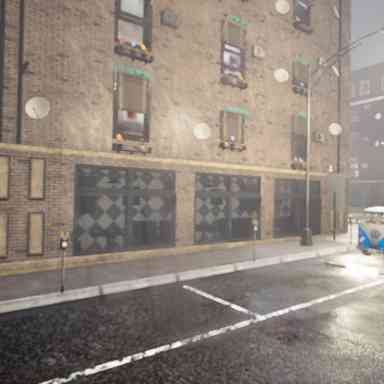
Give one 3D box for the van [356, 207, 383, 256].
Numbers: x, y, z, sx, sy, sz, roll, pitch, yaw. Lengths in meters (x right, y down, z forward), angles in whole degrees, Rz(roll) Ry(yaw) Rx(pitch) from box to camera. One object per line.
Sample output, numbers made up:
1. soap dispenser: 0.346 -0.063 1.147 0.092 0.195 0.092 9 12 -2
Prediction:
1. van: 7.603 1.419 12.052 3.998 1.788 1.690 0 1 -35
